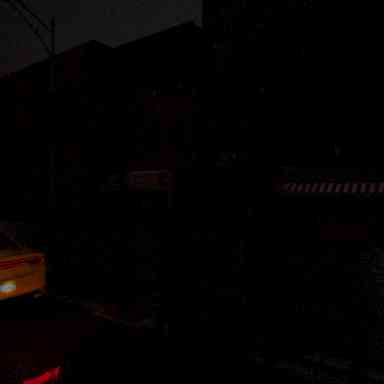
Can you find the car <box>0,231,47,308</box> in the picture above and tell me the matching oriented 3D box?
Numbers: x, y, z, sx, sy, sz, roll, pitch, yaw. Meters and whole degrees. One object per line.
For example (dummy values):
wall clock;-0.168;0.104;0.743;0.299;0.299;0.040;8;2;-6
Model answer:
car;-5.108;1.477;7.045;5.008;1.535;1.882;0;0;36
